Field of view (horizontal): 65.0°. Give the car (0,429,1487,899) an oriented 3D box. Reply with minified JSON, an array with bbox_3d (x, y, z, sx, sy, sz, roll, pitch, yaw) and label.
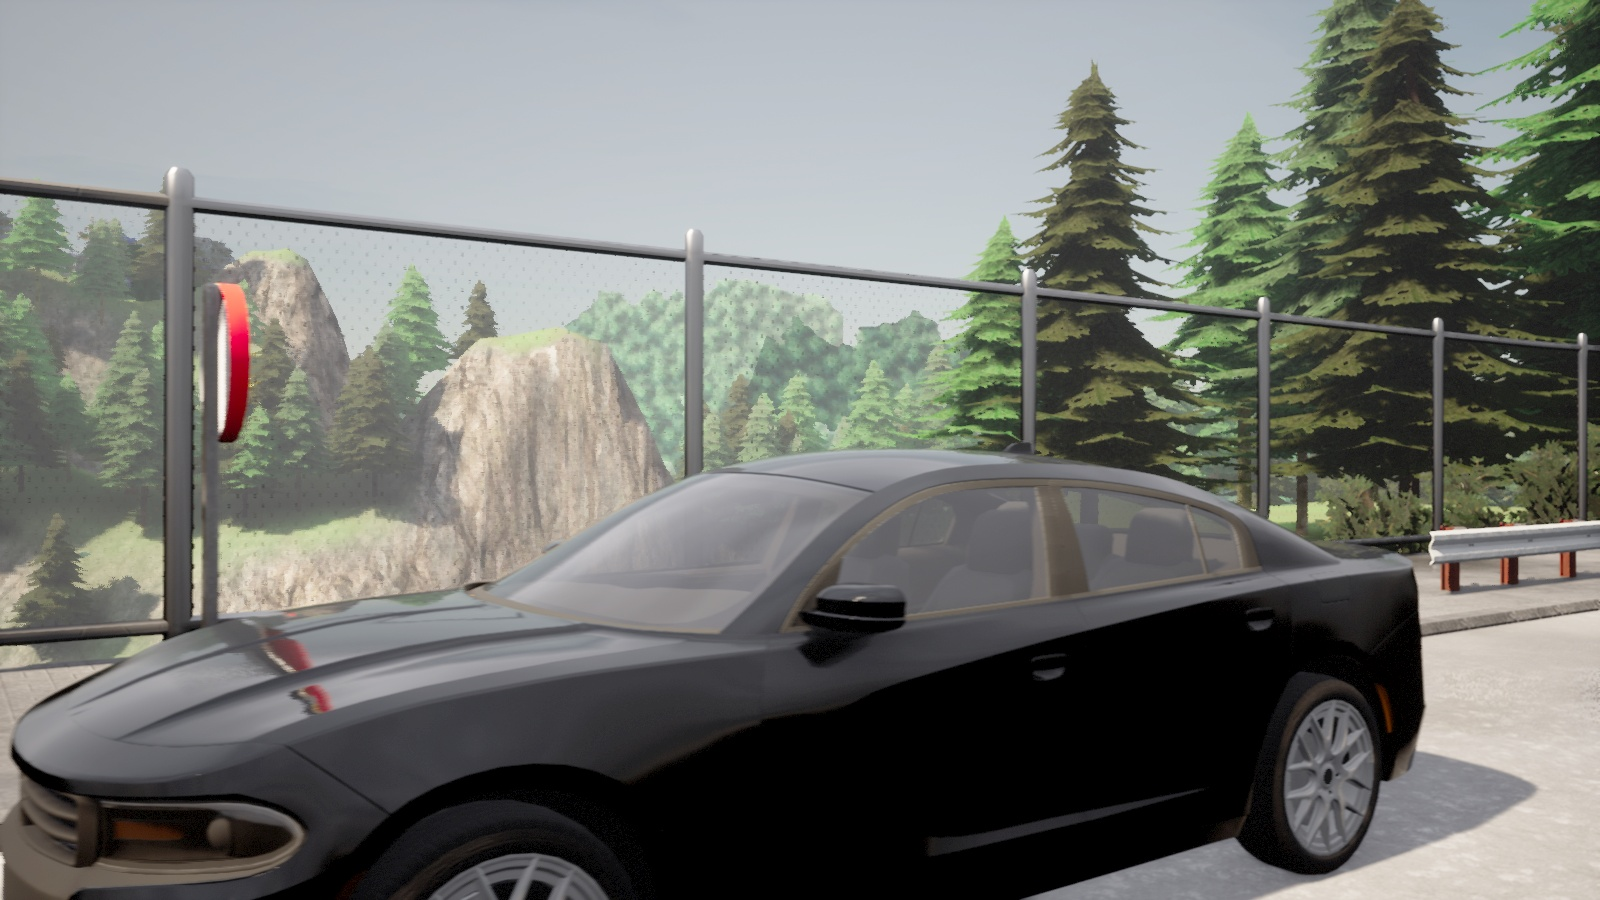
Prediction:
[{"bbox_3d":[0.160,0.734,4.377,5.008,1.535,1.882,0,0,-35],"label":"car"}]
